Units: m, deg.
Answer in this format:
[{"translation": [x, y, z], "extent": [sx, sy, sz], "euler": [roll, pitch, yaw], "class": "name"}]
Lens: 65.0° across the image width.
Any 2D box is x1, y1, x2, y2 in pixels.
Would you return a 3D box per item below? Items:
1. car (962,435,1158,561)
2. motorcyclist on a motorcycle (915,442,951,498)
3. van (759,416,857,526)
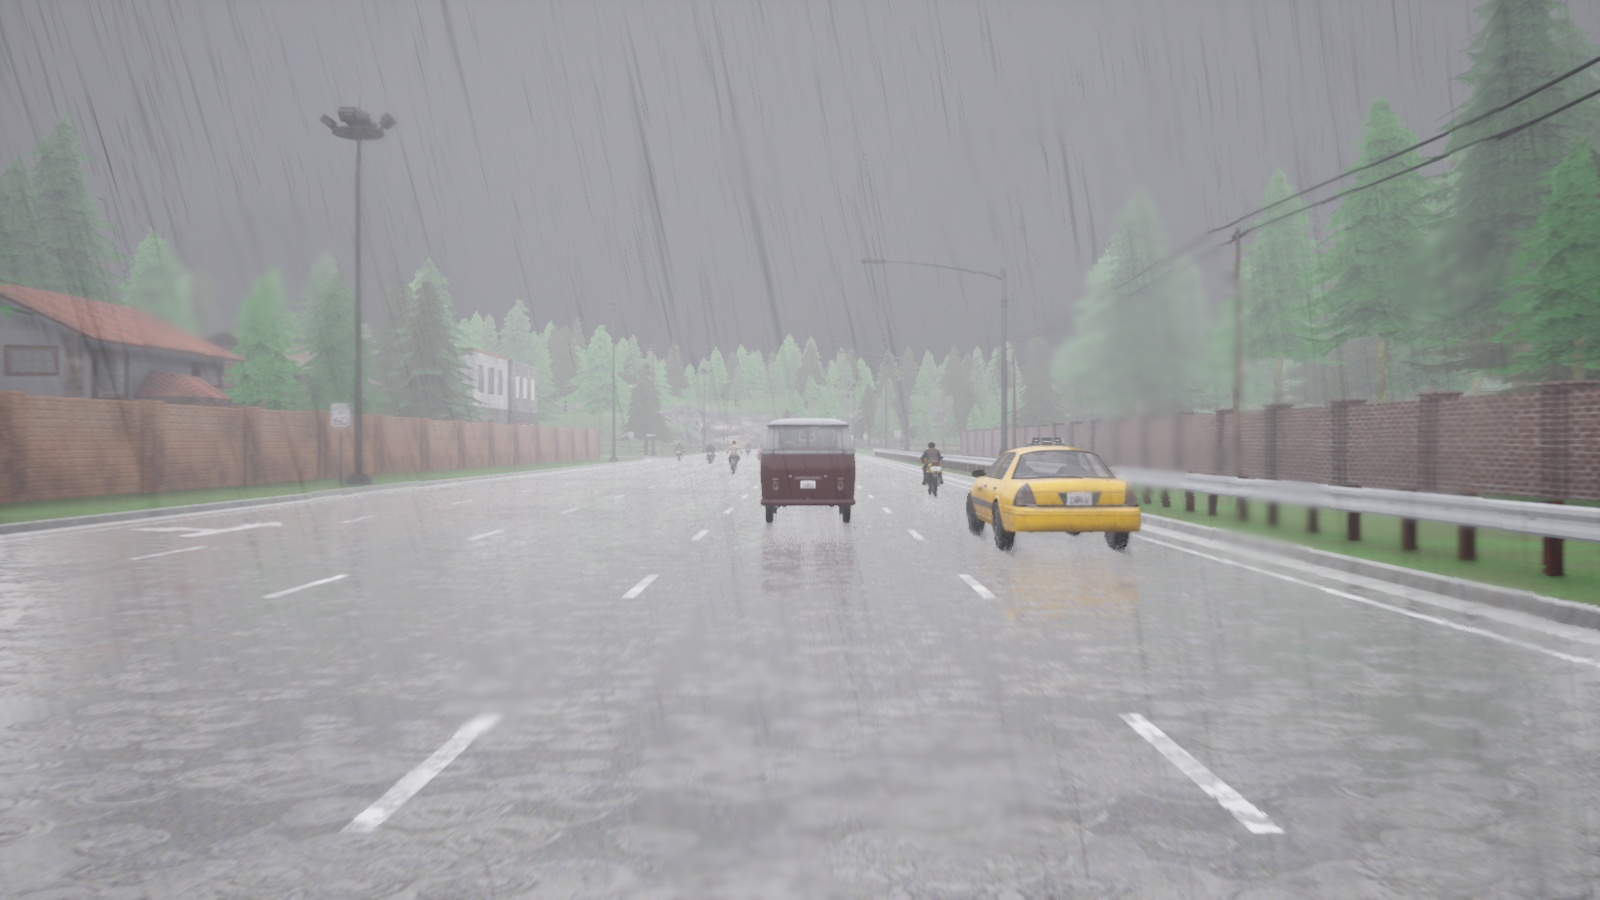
[{"translation": [3.620, 0.586, 18.486], "extent": [1.801, 1.575, 5.366], "euler": [0, 0, 0], "class": "car"}, {"translation": [3.715, 0.536, 35.145], "extent": [0.797, 1.523, 2.044], "euler": [0, 0, 0], "class": "motorcyclist on a motorcycle"}, {"translation": [0.156, 0.361, 24.849], "extent": [1.775, 1.987, 4.442], "euler": [0, 0, 0], "class": "van"}]
